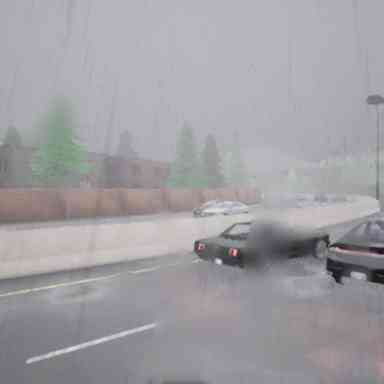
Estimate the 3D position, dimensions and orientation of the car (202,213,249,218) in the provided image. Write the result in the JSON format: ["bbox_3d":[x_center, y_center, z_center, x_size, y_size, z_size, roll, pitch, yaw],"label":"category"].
[{"bbox_3d":[2.684,1.443,25.380,1.812,1.442,4.674,0,0,42],"label":"car"}]

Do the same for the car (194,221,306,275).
[{"bbox_3d":[2.397,1.556,10.359,4.718,1.301,1.895,-1,0,-40],"label":"car"}]

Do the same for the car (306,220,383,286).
[{"bbox_3d":[5.137,1.425,8.154,4.902,1.511,2.128,-1,0,-40],"label":"car"}]

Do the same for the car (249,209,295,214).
[{"bbox_3d":[6.457,1.388,24.348,1.837,1.490,4.892,0,0,42],"label":"car"}]
